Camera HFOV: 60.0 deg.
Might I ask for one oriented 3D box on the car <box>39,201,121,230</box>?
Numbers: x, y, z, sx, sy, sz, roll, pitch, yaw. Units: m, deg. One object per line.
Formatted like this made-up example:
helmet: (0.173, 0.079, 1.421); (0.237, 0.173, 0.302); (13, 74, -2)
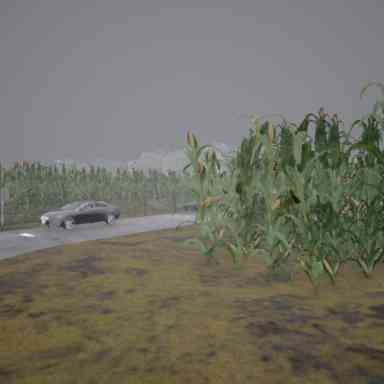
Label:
car: (-6.432, 1.285, 19.581); (2.128, 1.511, 4.902); (0, 1, 36)

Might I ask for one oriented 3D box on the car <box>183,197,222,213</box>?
car: (1.179, 1.076, 30.231); (1.882, 1.535, 5.008); (0, 1, 36)
